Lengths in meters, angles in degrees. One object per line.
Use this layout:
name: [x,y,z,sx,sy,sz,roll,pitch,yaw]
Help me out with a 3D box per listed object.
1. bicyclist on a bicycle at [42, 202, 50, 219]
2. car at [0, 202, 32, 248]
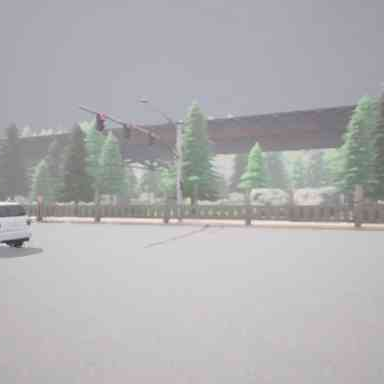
bicyclist on a bicycle: [-14.155,1.787,31.939,0.582,1.620,1.656,-1,0,21]
car: [-9.605,1.476,14.478,5.566,2.045,2.150,-1,-1,23]
